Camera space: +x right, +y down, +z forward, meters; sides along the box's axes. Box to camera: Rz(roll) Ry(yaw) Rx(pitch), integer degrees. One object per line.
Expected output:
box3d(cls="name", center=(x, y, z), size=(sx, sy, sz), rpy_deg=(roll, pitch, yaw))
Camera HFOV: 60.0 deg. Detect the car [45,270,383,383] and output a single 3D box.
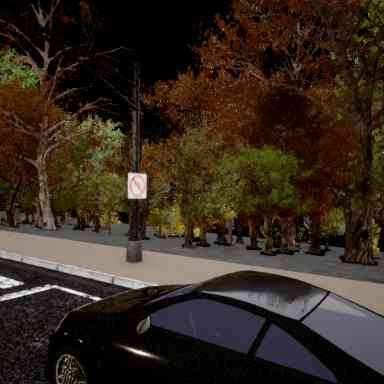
box3d(cls="car", center=(0.368, 1.564, 3.425), size=(4.181, 1.385, 1.994), rpy_deg=(0, 0, 36))
